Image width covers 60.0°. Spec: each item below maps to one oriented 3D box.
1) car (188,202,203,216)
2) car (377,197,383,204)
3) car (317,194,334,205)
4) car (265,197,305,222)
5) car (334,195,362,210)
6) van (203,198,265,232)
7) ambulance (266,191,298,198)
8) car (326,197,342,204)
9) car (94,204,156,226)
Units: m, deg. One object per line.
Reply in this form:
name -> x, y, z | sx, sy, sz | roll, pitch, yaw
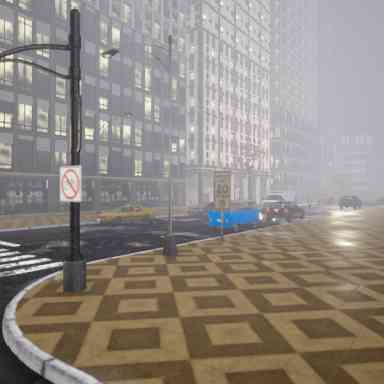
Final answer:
car -> 1.384, 1.603, 31.685 | 1.802, 1.307, 4.206 | 0, 0, 38
car -> 38.211, 1.658, 66.514 | 1.947, 1.339, 4.313 | 0, 0, 38
car -> 25.176, 1.380, 62.520 | 2.192, 1.841, 5.009 | 0, 0, 38
car -> 7.623, 1.472, 26.870 | 1.967, 1.590, 4.097 | 0, 0, 38
car -> 21.218, 1.368, 44.490 | 2.192, 1.841, 5.009 | 0, 0, 38
van -> 2.652, 1.368, 20.247 | 1.690, 1.788, 3.998 | 0, 0, 38
ambulance -> 10.254, 1.062, 38.979 | 2.351, 2.431, 6.366 | 0, 0, 38
car -> 28.575, 1.624, 66.924 | 2.008, 1.369, 4.403 | 0, 0, 38
car -> -4.733, 1.540, 23.969 | 1.752, 1.417, 4.829 | 0, 0, 38
